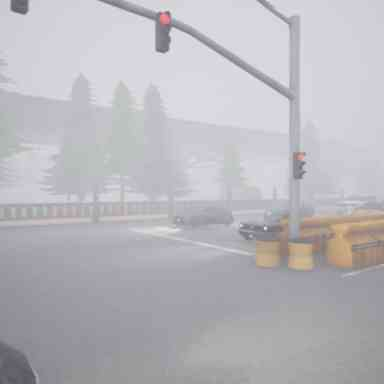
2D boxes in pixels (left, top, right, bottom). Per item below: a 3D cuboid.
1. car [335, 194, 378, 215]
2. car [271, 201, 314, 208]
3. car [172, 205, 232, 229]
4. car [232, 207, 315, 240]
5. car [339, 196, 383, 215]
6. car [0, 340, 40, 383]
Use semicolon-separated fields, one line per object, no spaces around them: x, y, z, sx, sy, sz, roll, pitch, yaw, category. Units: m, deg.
16.564;1.234;32.980;5.566;2.045;2.150;0;0;-35;car
7.900;1.499;26.819;4.902;1.511;2.128;0;0;-36;car
0.805;1.568;21.761;4.181;1.385;1.994;0;0;-35;car
4.393;1.605;15.723;4.718;1.301;1.895;0;0;-35;car
11.615;1.360;20.872;4.553;1.767;2.097;0;0;-35;car
-3.281;1.491;1.406;4.902;1.511;2.128;0;0;-36;car
